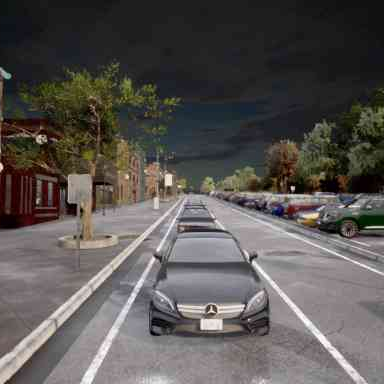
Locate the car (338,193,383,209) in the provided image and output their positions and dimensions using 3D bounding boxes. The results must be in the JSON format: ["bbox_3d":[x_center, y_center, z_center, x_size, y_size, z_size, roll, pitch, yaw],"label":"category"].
[{"bbox_3d":[22.178,1.153,42.949,5.566,2.045,2.435,0,0,0],"label":"car"}]

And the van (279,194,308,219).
[{"bbox_3d":[9.355,1.237,25.421,4.442,1.987,1.878,0,0,0],"label":"van"}]

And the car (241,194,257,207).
[{"bbox_3d":[9.137,1.409,42.247,4.892,1.521,2.231,0,0,0],"label":"car"}]

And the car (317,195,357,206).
[{"bbox_3d":[22.339,1.332,51.280,5.366,1.575,1.946,0,1,0],"label":"car"}]

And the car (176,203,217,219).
[{"bbox_3d":[0.205,1.532,17.391,2.033,1.411,5.357,0,0,0],"label":"car"}]

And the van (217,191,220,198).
[{"bbox_3d":[8.781,0.864,78.688,4.442,1.987,1.878,0,1,0],"label":"van"}]

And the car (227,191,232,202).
[{"bbox_3d":[9.054,1.139,59.068,4.553,1.767,2.185,0,1,0],"label":"car"}]

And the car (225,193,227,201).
[{"bbox_3d":[9.002,1.279,61.872,4.674,1.452,2.002,0,1,0],"label":"car"}]

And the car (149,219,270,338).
[{"bbox_3d":[0.258,1.524,6.812,1.812,1.442,4.674,0,0,0],"label":"car"}]

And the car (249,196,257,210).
[{"bbox_3d":[9.196,1.470,36.636,4.792,1.488,2.163,0,0,0],"label":"car"}]

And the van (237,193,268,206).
[{"bbox_3d":[9.193,1.113,50.658,4.442,1.987,1.878,0,1,0],"label":"van"}]

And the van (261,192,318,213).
[{"bbox_3d":[9.086,1.230,31.030,4.442,1.987,1.878,0,0,0],"label":"van"}]

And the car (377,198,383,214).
[{"bbox_3d":[22.444,1.444,34.622,5.366,1.575,1.946,0,0,0],"label":"car"}]

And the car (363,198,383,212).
[{"bbox_3d":[22.212,1.468,37.393,4.792,1.488,2.163,0,0,0],"label":"car"}]

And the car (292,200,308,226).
[{"bbox_3d":[9.089,1.466,19.814,5.366,1.575,1.946,0,0,0],"label":"car"}]

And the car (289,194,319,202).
[{"bbox_3d":[21.879,1.209,65.155,5.366,1.575,1.946,0,0,0],"label":"car"}]

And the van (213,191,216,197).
[{"bbox_3d":[8.709,0.764,89.900,4.442,1.987,1.878,0,1,0],"label":"van"}]

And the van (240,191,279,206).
[{"bbox_3d":[9.229,1.163,45.054,4.442,1.987,1.878,0,0,0],"label":"van"}]

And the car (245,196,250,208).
[{"bbox_3d":[9.146,1.465,39.444,4.674,1.452,2.002,0,0,0],"label":"car"}]

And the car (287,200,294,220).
[{"bbox_3d":[9.259,1.506,22.618,4.674,1.452,2.002,0,0,0],"label":"car"}]

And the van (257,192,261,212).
[{"bbox_3d":[9.301,1.222,33.833,4.442,1.987,1.878,0,0,0],"label":"van"}]

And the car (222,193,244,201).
[{"bbox_3d":[8.902,1.014,73.083,4.553,1.767,2.185,0,1,0],"label":"car"}]

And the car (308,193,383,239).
[{"bbox_3d":[9.264,1.221,17.011,5.566,2.045,2.435,0,0,0],"label":"car"}]

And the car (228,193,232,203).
[{"bbox_3d":[9.034,1.290,56.266,4.892,1.521,2.231,0,1,0],"label":"car"}]

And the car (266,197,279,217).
[{"bbox_3d":[9.215,1.460,28.224,5.008,1.535,2.097,0,0,0],"label":"car"}]

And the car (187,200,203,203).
[{"bbox_3d":[0.241,1.442,29.838,2.128,1.511,4.902,0,0,0],"label":"car"}]

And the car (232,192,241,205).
[{"bbox_3d":[9.067,1.113,47.853,5.566,2.045,2.435,0,1,0],"label":"car"}]

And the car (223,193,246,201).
[{"bbox_3d":[8.920,1.039,70.280,4.553,1.767,2.185,0,1,0],"label":"car"}]

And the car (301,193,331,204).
[{"bbox_3d":[22.130,1.135,59.606,4.553,1.767,2.185,0,1,0],"label":"car"}]

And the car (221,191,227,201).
[{"bbox_3d":[8.959,0.963,64.673,5.566,2.045,2.435,0,1,0],"label":"car"}]

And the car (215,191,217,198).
[{"bbox_3d":[8.874,1.065,81.493,5.008,1.535,2.097,0,1,0],"label":"car"}]

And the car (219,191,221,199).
[{"bbox_3d":[8.941,0.938,67.476,5.566,2.045,2.435,0,1,0],"label":"car"}]

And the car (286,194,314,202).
[{"bbox_3d":[22.052,1.188,67.933,4.892,1.521,2.231,0,1,0],"label":"car"}]

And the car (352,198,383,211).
[{"bbox_3d":[22.252,1.452,40.176,4.792,1.488,2.163,0,0,0],"label":"car"}]
